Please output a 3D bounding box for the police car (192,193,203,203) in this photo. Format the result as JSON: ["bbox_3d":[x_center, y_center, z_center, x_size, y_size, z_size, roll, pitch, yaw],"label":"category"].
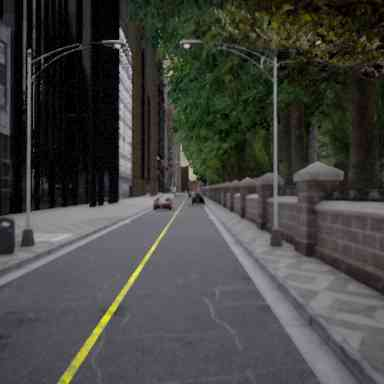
[{"bbox_3d":[0.907,0.985,59.632,1.930,1.638,5.238,0,0,0],"label":"police car"}]

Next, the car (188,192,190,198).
[{"bbox_3d":[0.010,0.606,83.538,2.097,1.767,4.553,0,0,0],"label":"car"}]

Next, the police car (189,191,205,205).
[{"bbox_3d":[0.906,1.067,49.630,1.930,1.638,5.238,0,0,0],"label":"police car"}]

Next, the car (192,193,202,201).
[{"bbox_3d":[0.908,1.039,65.524,1.812,1.442,4.674,0,0,0],"label":"car"}]

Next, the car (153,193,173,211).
[{"bbox_3d":[-3.087,1.229,36.048,1.882,1.535,5.008,0,0,0],"label":"car"}]
